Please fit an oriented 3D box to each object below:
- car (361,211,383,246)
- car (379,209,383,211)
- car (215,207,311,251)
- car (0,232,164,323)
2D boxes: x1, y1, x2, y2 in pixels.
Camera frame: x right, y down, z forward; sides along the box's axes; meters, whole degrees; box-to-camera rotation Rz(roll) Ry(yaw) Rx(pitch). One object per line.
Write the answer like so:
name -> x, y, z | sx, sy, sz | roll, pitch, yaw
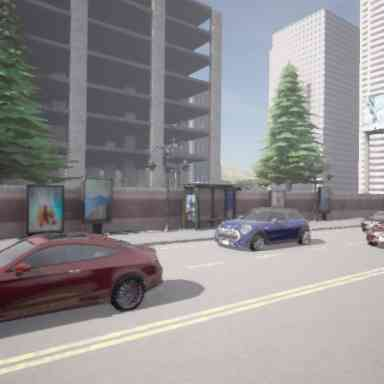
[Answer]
car -> 9.900, 1.747, 15.227 | 4.674, 1.442, 1.812 | 1, -1, -35
car -> 12.817, 1.827, 21.509 | 4.674, 1.442, 1.812 | 1, -1, -35
car -> 3.210, 1.497, 14.830 | 4.553, 1.767, 2.097 | 1, -1, -35
car -> -2.752, 1.540, 6.318 | 4.674, 1.442, 1.812 | 1, -1, -35
